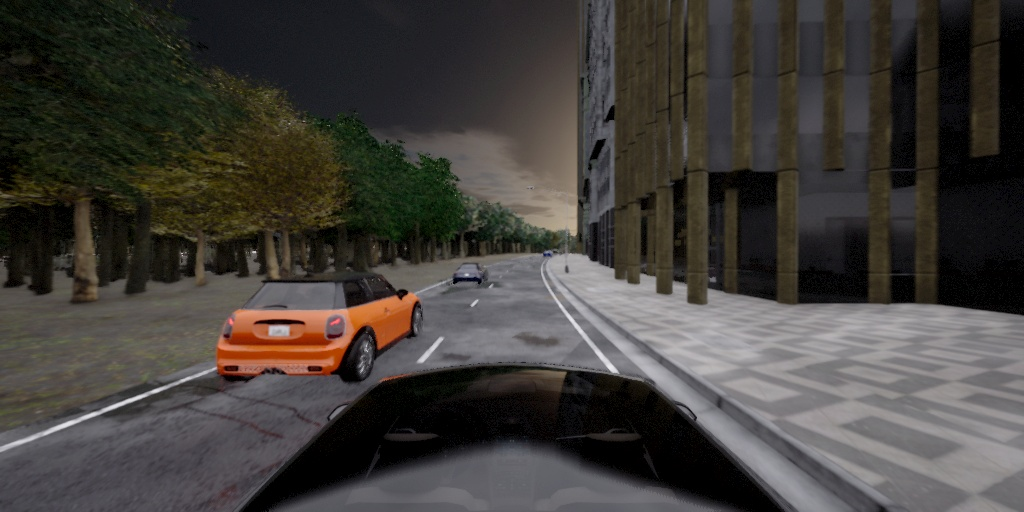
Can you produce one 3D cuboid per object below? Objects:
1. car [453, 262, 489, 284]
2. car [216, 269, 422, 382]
[{"bbox_3d":[-2.795,1.125,24.854,1.994,1.385,4.181,0,1,3],"label":"car"},{"bbox_3d":[-3.330,1.092,7.288,2.097,1.767,4.553,0,0,1],"label":"car"}]
